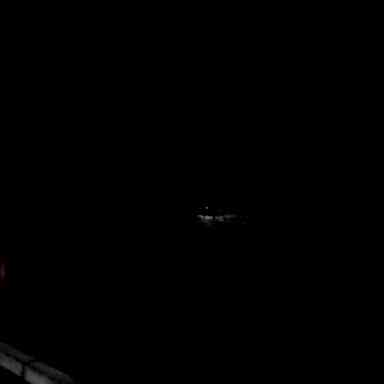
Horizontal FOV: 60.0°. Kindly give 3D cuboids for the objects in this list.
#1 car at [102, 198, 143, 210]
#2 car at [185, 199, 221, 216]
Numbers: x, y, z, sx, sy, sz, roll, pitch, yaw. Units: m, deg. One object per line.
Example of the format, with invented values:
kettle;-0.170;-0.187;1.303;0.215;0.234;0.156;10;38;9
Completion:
car;-8.767;1.540;42.122;5.008;1.535;1.882;-1;0;0
car;1.001;1.438;32.853;1.882;1.535;5.008;0;-1;-25
